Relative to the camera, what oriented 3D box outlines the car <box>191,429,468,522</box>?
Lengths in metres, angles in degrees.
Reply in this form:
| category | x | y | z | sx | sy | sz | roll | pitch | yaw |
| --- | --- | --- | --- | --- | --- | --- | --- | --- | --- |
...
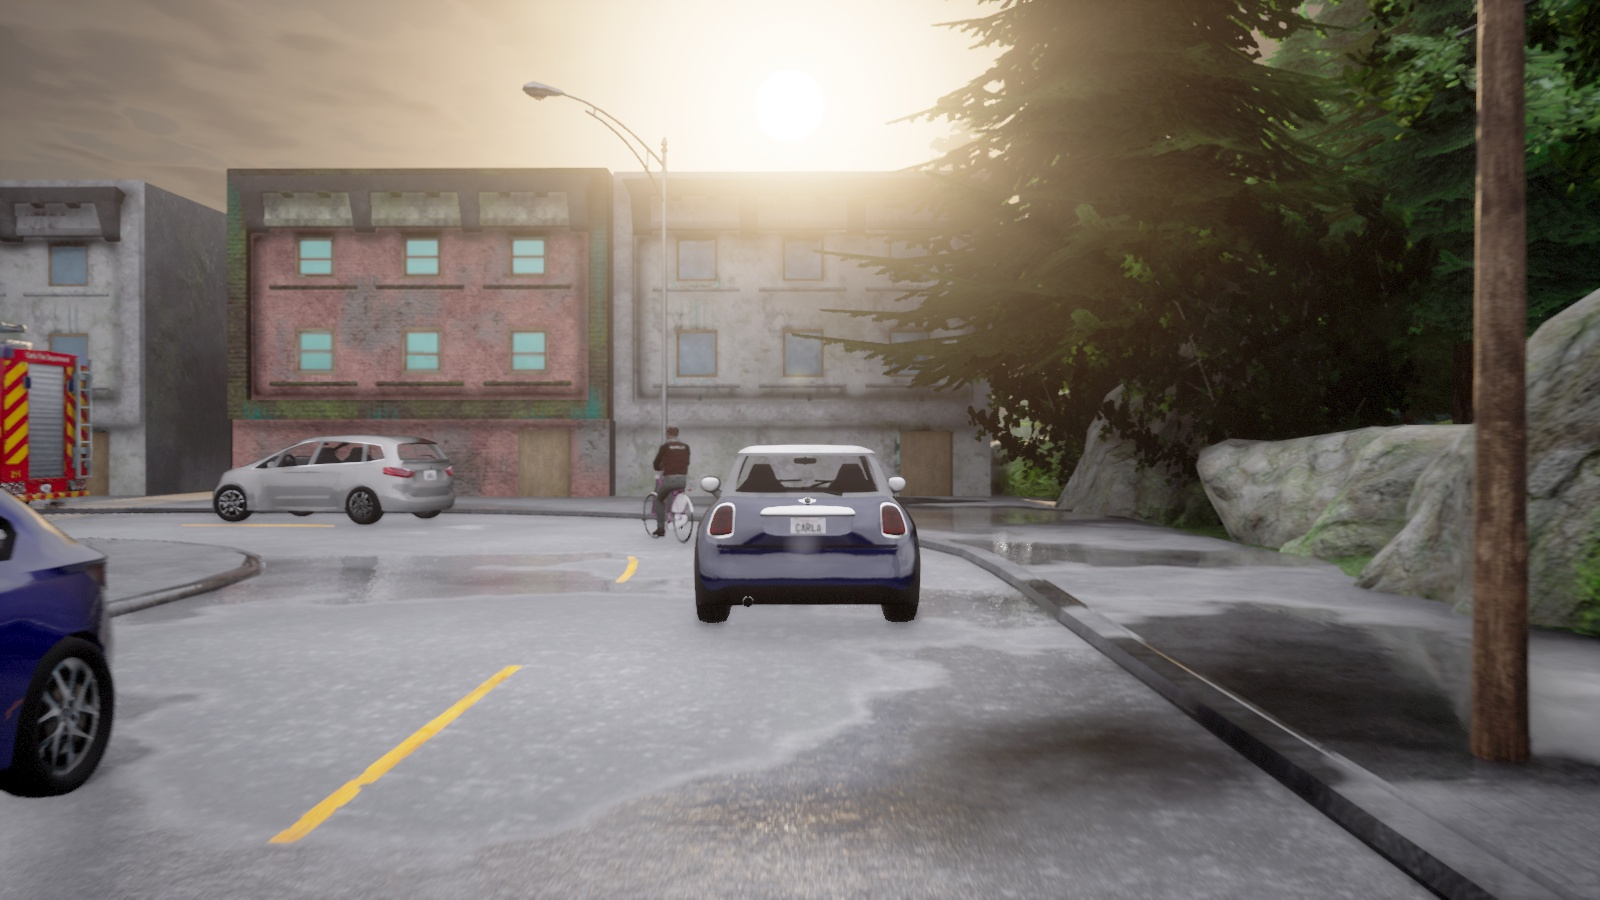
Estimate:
| category | x | y | z | sx | sy | sz | roll | pitch | yaw |
| --- | --- | --- | --- | --- | --- | --- | --- | --- | --- |
| car | -9.032 | 0.447 | 24.215 | 4.611 | 1.667 | 2.242 | 0 | 0 | 18 |

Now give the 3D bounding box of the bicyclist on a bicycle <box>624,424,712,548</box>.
| category | x | y | z | sx | sy | sz | roll | pitch | yaw |
| --- | --- | --- | --- | --- | --- | --- | --- | --- | --- |
| bicyclist on a bicycle | -2.014 | 0.510 | 18.957 | 0.659 | 1.776 | 1.843 | 0 | 1 | -29 |

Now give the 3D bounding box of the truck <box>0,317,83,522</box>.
| category | x | y | z | sx | sy | sz | roll | pitch | yaw |
| --- | --- | --- | --- | --- | --- | --- | --- | --- | --- |
| truck | -19.179 | -0.574 | 24.737 | 8.468 | 3.827 | 2.891 | 0 | 0 | 1 |

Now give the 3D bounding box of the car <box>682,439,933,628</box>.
| category | x | y | z | sx | sy | sz | roll | pitch | yaw |
| --- | --- | --- | --- | --- | --- | --- | --- | --- | --- |
| car | 0.031 | 0.645 | 11.754 | 1.970 | 1.475 | 3.806 | 0 | 0 | -1 |

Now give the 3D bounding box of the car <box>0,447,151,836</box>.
| category | x | y | z | sx | sy | sz | roll | pitch | yaw |
| --- | --- | --- | --- | --- | --- | --- | --- | --- | --- |
| car | -3.956 | 0.735 | 3.783 | 1.816 | 1.474 | 4.193 | 0 | 0 | 0 |
